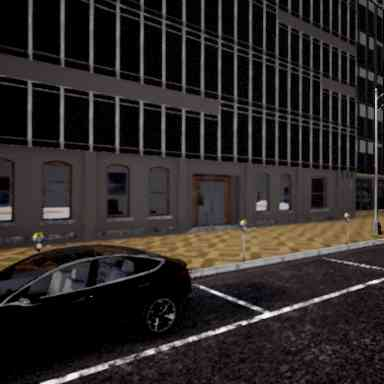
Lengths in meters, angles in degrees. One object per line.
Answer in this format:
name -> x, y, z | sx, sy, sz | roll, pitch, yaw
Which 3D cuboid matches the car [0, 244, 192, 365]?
car -> -1.983, 1.569, 5.142 | 4.313, 1.339, 1.947 | 0, 0, -36
